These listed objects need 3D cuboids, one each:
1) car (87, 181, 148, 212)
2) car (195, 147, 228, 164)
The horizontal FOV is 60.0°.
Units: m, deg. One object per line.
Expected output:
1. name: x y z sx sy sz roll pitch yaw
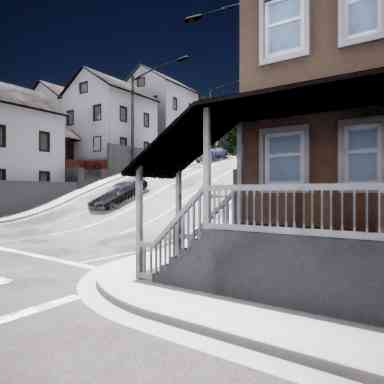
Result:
1. car: -5.402 0.174 24.317 1.895 1.301 4.718 0 21 34
2. car: 2.121 -3.964 35.263 1.812 1.442 4.674 0 12 35
